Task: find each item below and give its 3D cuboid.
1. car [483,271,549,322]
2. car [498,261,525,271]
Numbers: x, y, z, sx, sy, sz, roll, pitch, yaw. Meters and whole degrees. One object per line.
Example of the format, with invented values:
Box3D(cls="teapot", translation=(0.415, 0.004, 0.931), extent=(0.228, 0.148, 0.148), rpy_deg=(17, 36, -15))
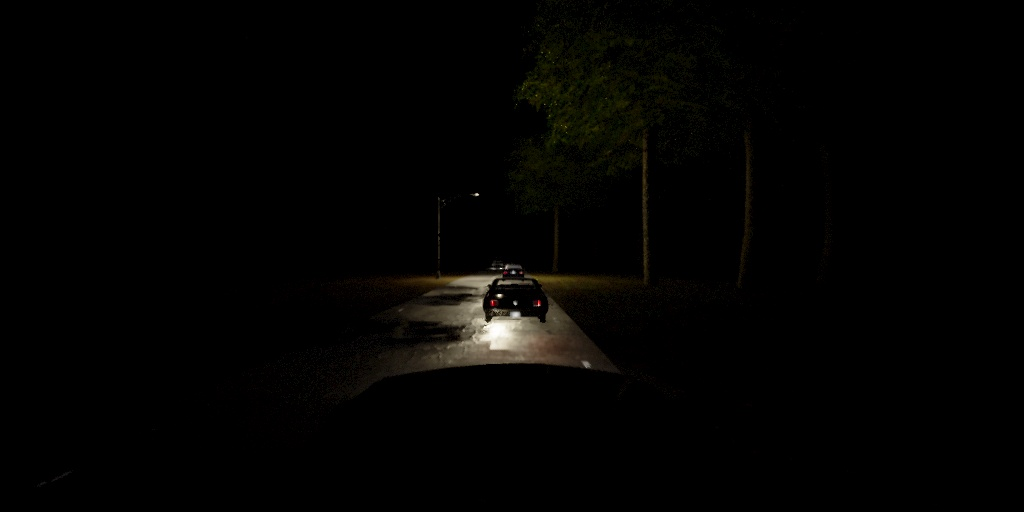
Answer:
Box3D(cls="car", translation=(0.104, 1.359, 12.297), extent=(1.895, 1.301, 4.718), rpy_deg=(0, 0, 0))
Box3D(cls="car", translation=(0.108, 1.345, 30.254), extent=(2.033, 1.411, 5.357), rpy_deg=(0, 0, 0))
